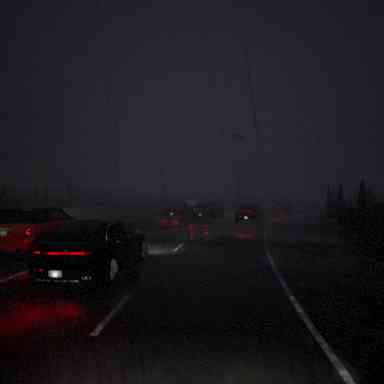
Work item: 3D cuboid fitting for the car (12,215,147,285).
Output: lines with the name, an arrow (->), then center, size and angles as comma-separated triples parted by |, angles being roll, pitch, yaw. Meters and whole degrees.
car -> -2.644, 1.499, 9.504 | 1.837, 1.490, 4.892 | 0, 0, 7

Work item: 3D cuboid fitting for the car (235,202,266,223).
car -> 4.529, 1.529, 25.697 | 1.837, 1.490, 4.892 | 0, 0, 18

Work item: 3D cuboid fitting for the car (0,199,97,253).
car -> -5.712, 1.337, 12.739 | 2.097, 1.767, 4.553 | 0, 0, 8

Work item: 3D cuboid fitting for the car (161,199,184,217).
car -> -1.022, 1.606, 31.204 | 1.895, 1.301, 4.718 | 0, 0, 20

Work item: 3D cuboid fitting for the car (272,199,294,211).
car -> 11.165, 1.572, 40.917 | 1.812, 1.442, 4.674 | 0, 0, 29

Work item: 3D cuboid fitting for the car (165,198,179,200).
car -> -2.812, 1.564, 44.989 | 1.837, 1.490, 4.892 | 0, 0, 27

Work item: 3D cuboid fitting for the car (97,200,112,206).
car -> -10.660, 1.524, 35.862 | 2.033, 1.411, 5.357 | 0, 0, 20

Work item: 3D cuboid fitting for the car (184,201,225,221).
car -> 1.385, 1.504, 27.374 | 2.128, 1.511, 4.902 | 0, 0, 18

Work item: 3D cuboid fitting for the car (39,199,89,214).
car -> -14.023, 1.514, 36.848 | 2.033, 1.411, 5.357 | 0, 0, 20
